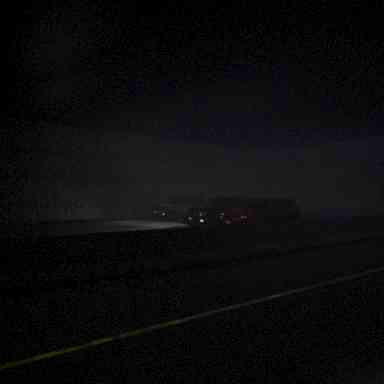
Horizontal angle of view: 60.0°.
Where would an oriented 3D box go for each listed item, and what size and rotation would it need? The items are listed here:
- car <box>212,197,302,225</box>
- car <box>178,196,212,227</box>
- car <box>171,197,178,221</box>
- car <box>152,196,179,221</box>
[{"bbox_3d":[4.209,1.350,19.892,5.566,2.045,2.150,1,0,-35],"label":"car"},{"bbox_3d":[2.139,1.350,22.715,5.566,2.045,2.150,1,0,-36],"label":"car"},{"bbox_3d":[1.022,1.490,26.216,4.553,1.767,2.097,1,0,-35],"label":"car"},{"bbox_3d":[-0.790,1.362,29.225,5.566,2.045,2.150,1,0,-35],"label":"car"}]
